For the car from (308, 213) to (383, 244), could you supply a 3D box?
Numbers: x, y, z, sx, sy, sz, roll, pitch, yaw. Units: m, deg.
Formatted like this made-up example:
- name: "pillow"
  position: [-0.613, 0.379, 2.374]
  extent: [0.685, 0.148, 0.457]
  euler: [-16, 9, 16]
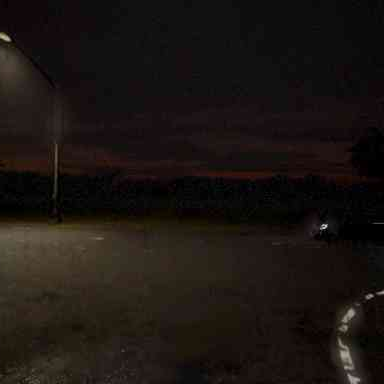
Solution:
- name: "car"
  position: [9.206, 1.979, 19.288]
  extent: [4.553, 1.767, 2.097]
  euler: [2, 0, 0]
